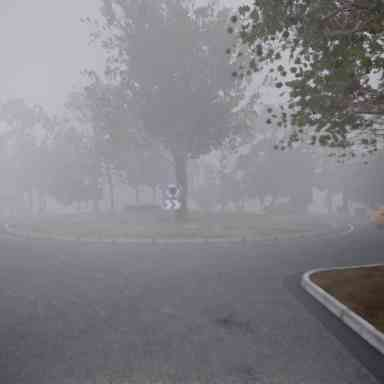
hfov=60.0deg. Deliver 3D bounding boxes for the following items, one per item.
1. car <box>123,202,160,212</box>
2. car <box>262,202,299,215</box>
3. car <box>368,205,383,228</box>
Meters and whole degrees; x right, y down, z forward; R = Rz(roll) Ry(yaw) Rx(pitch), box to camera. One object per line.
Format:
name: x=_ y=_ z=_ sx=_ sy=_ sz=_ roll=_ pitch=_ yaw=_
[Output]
car: x=-6.607 y=1.965 z=43.551 sx=4.718 sy=1.301 sz=1.895 roll=0 pitch=-1 yaw=-14
car: x=10.382 y=1.890 z=39.104 sx=1.994 sy=1.385 sz=4.181 roll=0 pitch=-1 yaw=-40
car: x=13.909 y=1.676 z=23.643 sx=1.882 sy=1.535 sz=5.008 roll=0 pitch=0 yaw=20
